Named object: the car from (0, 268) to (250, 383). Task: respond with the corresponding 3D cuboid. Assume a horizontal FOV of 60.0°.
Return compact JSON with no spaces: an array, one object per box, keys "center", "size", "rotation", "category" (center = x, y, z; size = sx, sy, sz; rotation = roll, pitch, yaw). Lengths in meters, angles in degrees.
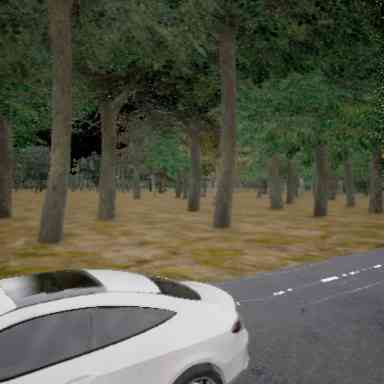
[{"center":[-1.524,1.526,2.905],"size":[4.674,1.442,1.812],"rotation":[0,0,-36],"category":"car"}]
